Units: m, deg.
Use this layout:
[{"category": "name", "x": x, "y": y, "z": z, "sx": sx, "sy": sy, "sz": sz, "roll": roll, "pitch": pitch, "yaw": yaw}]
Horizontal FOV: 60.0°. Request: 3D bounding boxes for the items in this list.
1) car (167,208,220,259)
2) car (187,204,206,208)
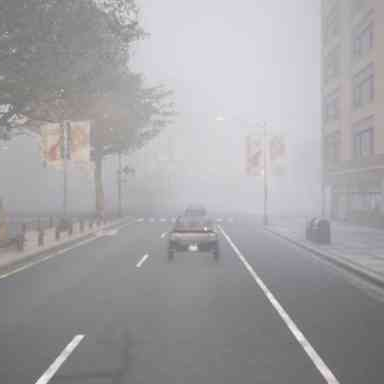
[{"category": "car", "x": 0.082, "y": 1.624, "z": 13.146, "sx": 2.128, "sy": 1.511, "sz": 4.902, "roll": 0, "pitch": 0, "yaw": 1}, {"category": "car", "x": 0.416, "y": 1.764, "z": 28.880, "sx": 1.882, "sy": 1.535, "sz": 5.008, "roll": 0, "pitch": 0, "yaw": 4}]
